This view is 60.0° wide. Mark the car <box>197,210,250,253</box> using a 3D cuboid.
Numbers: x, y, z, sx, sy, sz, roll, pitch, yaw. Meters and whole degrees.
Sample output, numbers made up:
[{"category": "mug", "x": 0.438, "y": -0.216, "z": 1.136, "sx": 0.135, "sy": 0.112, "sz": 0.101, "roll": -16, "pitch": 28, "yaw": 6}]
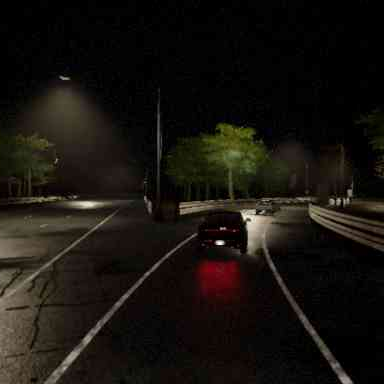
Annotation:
[{"category": "car", "x": 1.380, "y": 1.519, "z": 13.943, "sx": 1.837, "sy": 1.490, "sz": 4.892, "roll": 0, "pitch": 0, "yaw": 10}]

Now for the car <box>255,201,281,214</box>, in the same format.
[{"category": "car", "x": 8.224, "y": 1.647, "z": 35.569, "sx": 1.895, "sy": 1.301, "sz": 4.718, "roll": 0, "pitch": 0, "yaw": 26}]
